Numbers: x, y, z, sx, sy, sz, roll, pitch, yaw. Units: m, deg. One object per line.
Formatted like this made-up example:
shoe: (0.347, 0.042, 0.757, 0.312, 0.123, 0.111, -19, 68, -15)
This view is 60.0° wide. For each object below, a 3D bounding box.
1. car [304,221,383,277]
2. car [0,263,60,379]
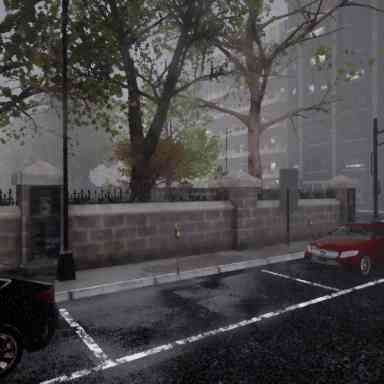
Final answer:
car: (5.243, 1.581, 10.201, 4.206, 1.307, 1.802, 0, 0, -35)
car: (-3.830, 1.566, 3.858, 4.313, 1.339, 1.947, 0, 0, -35)
